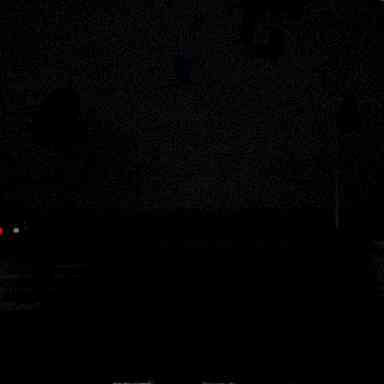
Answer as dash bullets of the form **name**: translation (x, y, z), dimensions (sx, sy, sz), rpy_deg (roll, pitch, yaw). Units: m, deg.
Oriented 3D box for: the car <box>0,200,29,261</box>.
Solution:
- **car**: translation (-7.974, 1.289, 10.097), dimensions (5.566, 2.045, 2.150), rpy_deg (-1, 0, 1)
